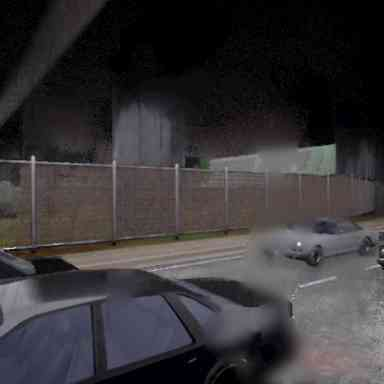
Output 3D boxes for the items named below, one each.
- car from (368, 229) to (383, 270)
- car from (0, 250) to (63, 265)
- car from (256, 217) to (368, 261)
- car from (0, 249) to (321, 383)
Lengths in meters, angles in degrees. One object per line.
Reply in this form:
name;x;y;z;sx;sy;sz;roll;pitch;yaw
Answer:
car;6.986;1.576;9.009;4.718;1.301;1.895;0;0;-36
car;-4.240;1.606;5.266;4.718;1.301;1.895;0;0;-36
car;4.412;1.579;11.469;4.718;1.301;1.895;0;0;-36
car;-1.242;1.548;3.101;5.357;1.411;2.033;0;0;-35
